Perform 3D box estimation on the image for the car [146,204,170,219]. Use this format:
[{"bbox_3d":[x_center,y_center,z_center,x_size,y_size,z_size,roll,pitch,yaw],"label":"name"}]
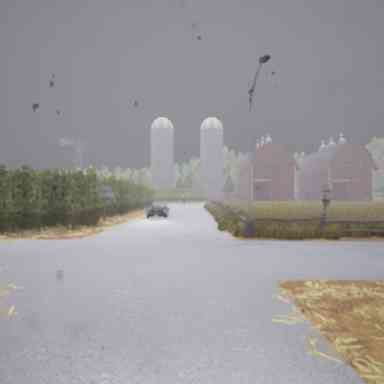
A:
[{"bbox_3d":[-3.137,1.774,31.254,1.895,1.301,4.718,0,0,0],"label":"car"}]
